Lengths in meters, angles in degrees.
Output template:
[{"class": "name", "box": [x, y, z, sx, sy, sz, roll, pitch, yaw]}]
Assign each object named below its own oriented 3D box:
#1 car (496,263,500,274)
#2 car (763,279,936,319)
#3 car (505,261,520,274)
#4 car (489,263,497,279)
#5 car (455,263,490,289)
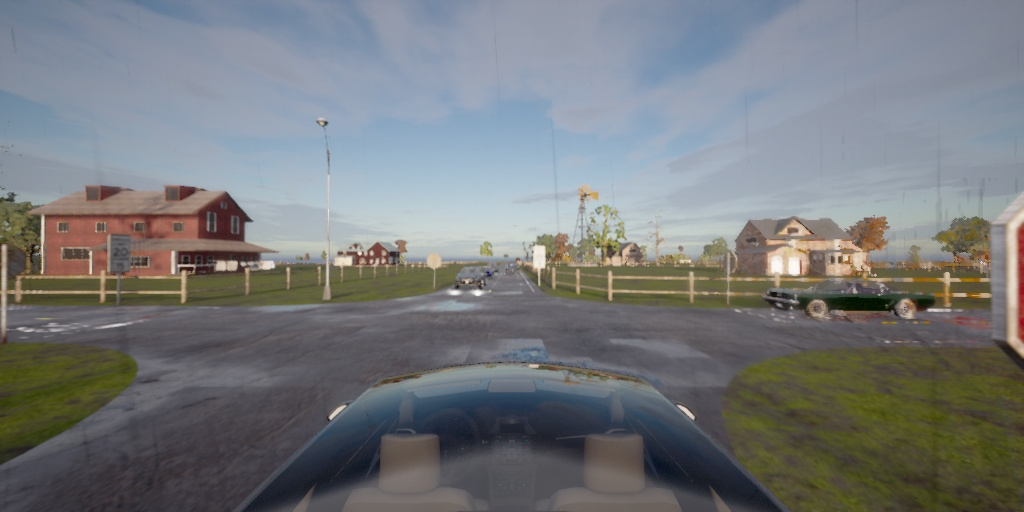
[{"class": "car", "box": [-2.848, 1.764, 52.004, 1.837, 1.490, 4.892, 0, -1, 0]}, {"class": "car", "box": [12.060, 1.509, 13.119, 4.718, 1.301, 1.895, 0, 0, 3]}, {"class": "car", "box": [0.077, 1.719, 48.948, 2.128, 1.511, 4.902, 0, -1, 0]}, {"class": "car", "box": [-2.863, 1.719, 37.786, 1.895, 1.301, 4.718, 0, -1, 0]}, {"class": "car", "box": [-2.891, 1.504, 25.965, 1.837, 1.490, 4.892, 0, -1, 2]}]
